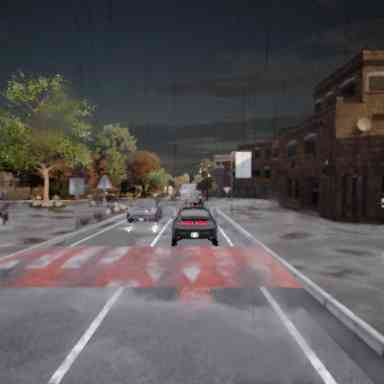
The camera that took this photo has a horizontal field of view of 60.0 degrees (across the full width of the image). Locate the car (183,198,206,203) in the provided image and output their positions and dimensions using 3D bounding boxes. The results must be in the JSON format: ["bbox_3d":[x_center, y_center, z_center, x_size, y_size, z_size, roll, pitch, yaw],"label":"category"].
[{"bbox_3d":[0.183,1.286,29.738,2.128,1.511,4.902,0,0,3],"label":"car"}]

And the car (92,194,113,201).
[{"bbox_3d":[-16.389,0.972,61.018,1.895,1.301,4.718,0,1,11],"label":"car"}]

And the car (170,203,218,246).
[{"bbox_3d":[0.101,1.407,14.813,1.837,1.490,4.892,0,-1,0],"label":"car"}]

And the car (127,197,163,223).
[{"bbox_3d":[-3.302,1.193,23.984,2.097,1.767,4.553,0,1,0],"label":"car"}]
